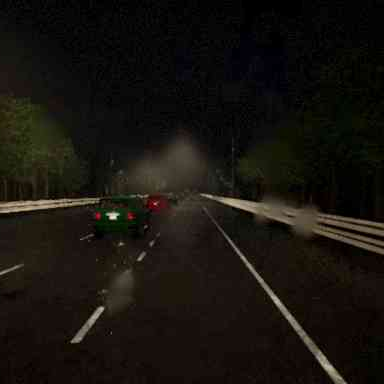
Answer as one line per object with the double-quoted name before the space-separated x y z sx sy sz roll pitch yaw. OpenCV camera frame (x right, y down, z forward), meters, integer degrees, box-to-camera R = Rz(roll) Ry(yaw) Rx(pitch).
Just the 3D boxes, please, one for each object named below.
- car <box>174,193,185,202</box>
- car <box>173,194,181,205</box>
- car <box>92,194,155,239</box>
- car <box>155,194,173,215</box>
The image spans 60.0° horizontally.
"car" -3.512 1.286 82.214 2.150 2.045 5.566 0 0 0
"car" -3.511 1.588 60.508 1.812 1.442 4.674 0 0 0
"car" -3.502 1.231 17.417 2.150 2.045 5.566 0 0 0
"car" -3.503 1.253 34.571 2.150 2.045 5.566 0 0 0
